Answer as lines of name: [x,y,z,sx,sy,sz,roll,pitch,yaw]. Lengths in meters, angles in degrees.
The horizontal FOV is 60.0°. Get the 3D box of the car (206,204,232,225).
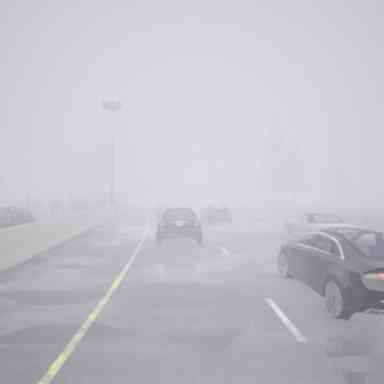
car: [1.826,1.699,26.061,2.128,1.511,4.902,0,0,-7]

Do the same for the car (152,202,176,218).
car: [-3.077,1.849,35.198,2.033,1.411,5.357,0,0,-10]

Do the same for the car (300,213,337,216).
car: [6.316,1.716,17.064,1.895,1.301,4.718,0,0,-5]

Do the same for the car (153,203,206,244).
car: [-0.728,1.495,16.984,2.097,1.767,4.553,0,0,-5]

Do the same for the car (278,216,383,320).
car: [3.383,1.540,7.410,2.128,1.511,4.902,0,0,-2]

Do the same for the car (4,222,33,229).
car: [-11.928,1.720,21.797,2.128,1.511,4.902,0,-1,-7]
